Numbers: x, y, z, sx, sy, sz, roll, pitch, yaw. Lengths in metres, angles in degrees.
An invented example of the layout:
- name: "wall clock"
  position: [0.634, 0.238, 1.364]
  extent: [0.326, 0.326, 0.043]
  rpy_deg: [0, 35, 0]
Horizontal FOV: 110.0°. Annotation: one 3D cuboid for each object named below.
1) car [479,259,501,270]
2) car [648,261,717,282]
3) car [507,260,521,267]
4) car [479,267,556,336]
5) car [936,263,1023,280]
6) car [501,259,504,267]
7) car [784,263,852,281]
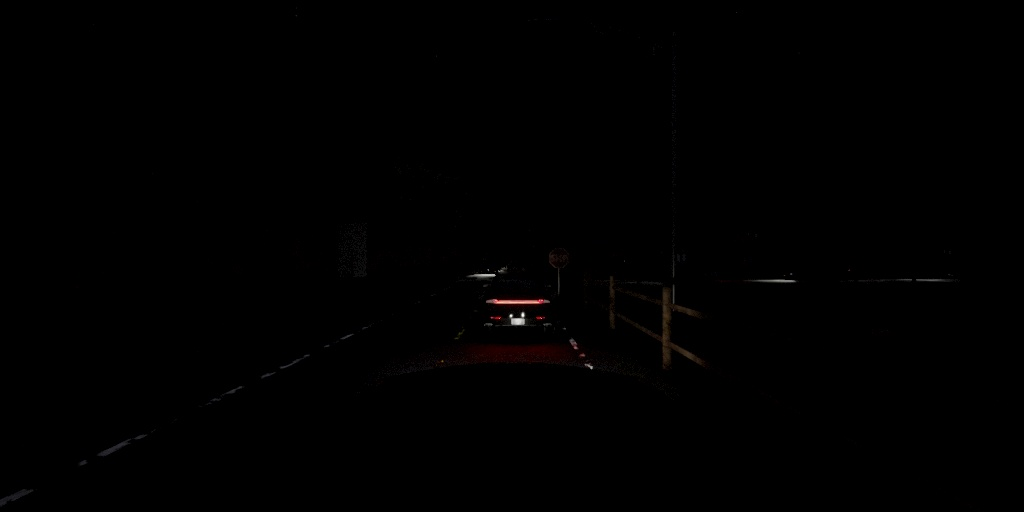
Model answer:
- name: "car"
  position: [-2.517, 1.298, 39.354]
  extent: [1.994, 1.385, 4.181]
  rpy_deg: [0, 0, -1]
- name: "car"
  position: [13.144, 1.173, 27.793]
  extent: [5.008, 1.535, 1.882]
  rpy_deg: [0, 0, -2]
- name: "car"
  position: [0.392, 1.242, 52.214]
  extent: [1.812, 1.442, 4.674]
  rpy_deg: [0, 0, 1]
- name: "car"
  position: [0.148, 1.241, 10.377]
  extent: [2.128, 1.511, 4.902]
  rpy_deg: [0, 0, 0]
- name: "car"
  position: [36.426, 1.196, 28.071]
  extent: [4.718, 1.301, 1.895]
  rpy_deg: [0, 0, 0]
- name: "car"
  position: [-2.536, 1.284, 50.327]
  extent: [1.994, 1.385, 4.181]
  rpy_deg: [0, 0, 1]
- name: "car"
  position: [23.733, 1.215, 27.941]
  extent: [4.181, 1.385, 1.994]
  rpy_deg: [0, 0, 0]
